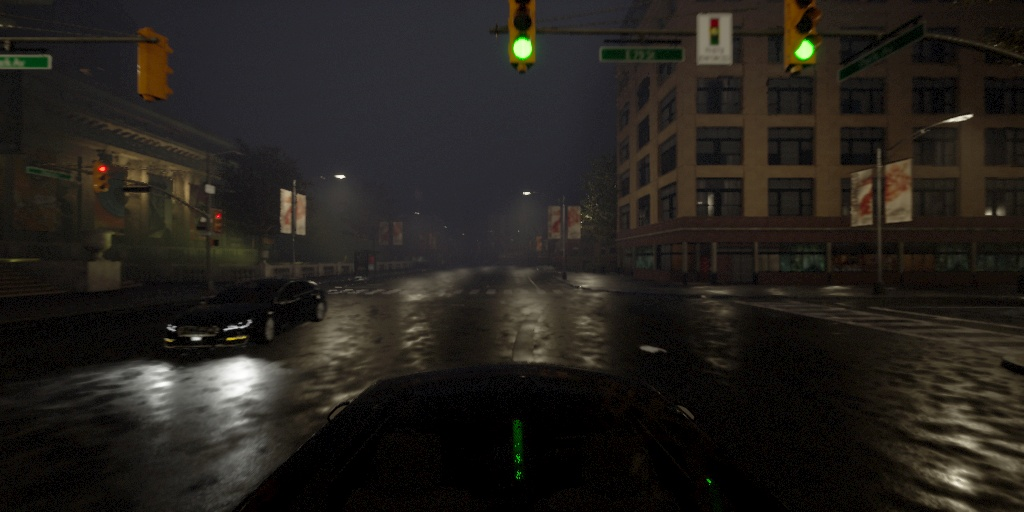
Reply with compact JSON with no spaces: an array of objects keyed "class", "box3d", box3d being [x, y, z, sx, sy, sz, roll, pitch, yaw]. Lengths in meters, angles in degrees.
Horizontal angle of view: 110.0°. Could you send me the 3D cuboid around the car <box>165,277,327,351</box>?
[{"class":"car","box3d":[-6.686,1.384,9.690,1.837,1.490,4.892,0,1,-7]}]
